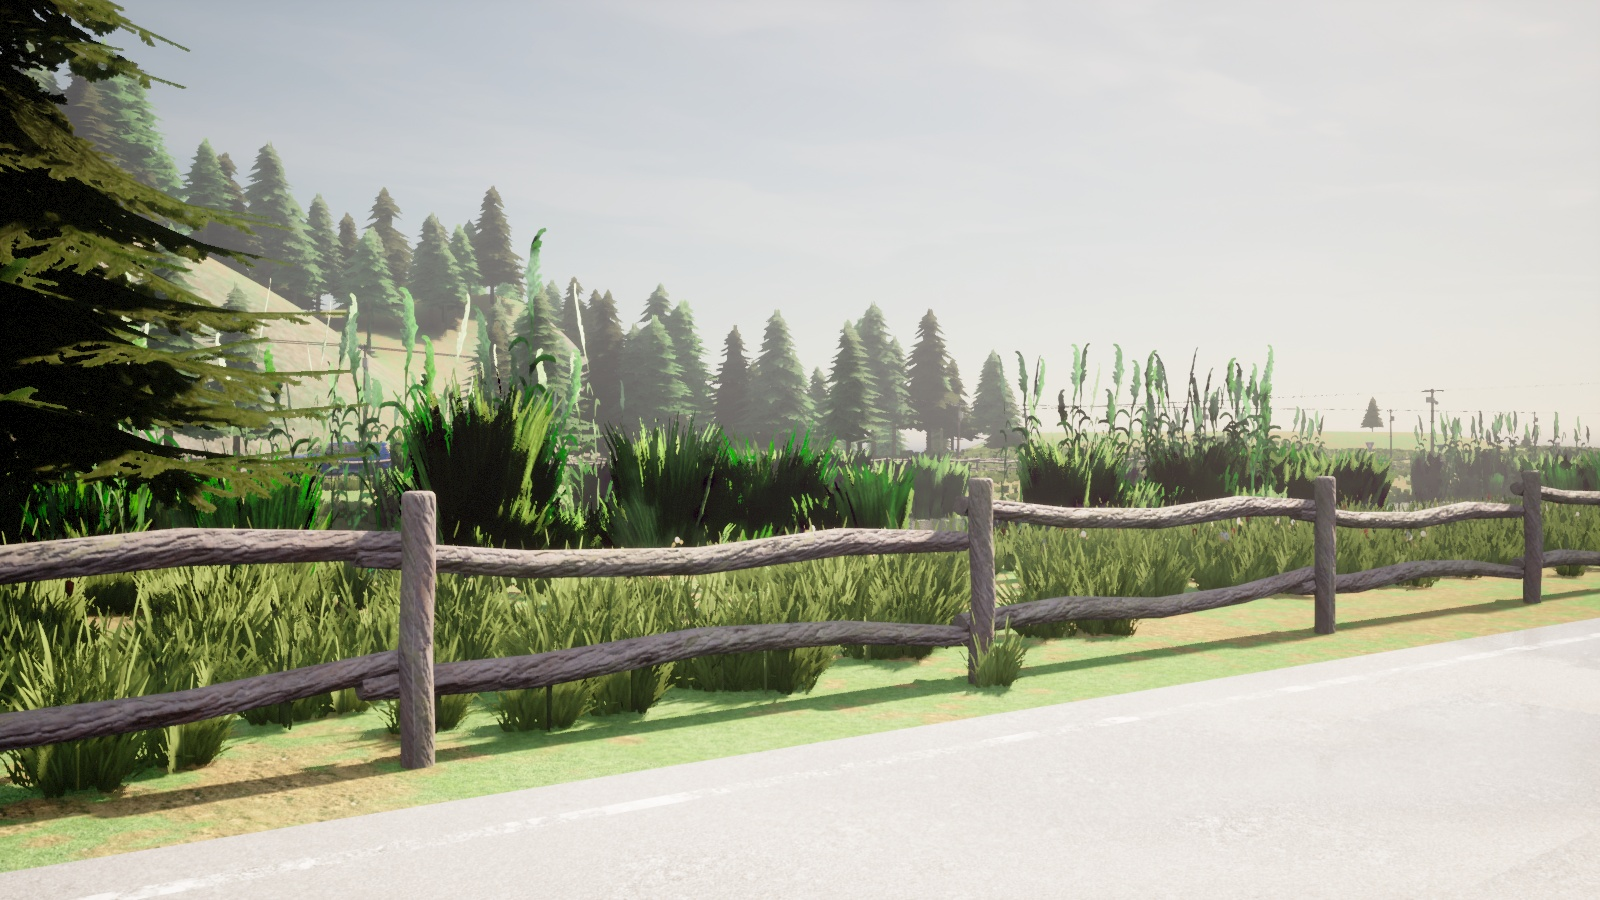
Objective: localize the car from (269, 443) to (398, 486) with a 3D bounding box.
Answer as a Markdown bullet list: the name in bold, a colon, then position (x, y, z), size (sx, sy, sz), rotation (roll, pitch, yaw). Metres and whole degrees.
- **car**: position (-22.993, 0.699, 62.026), size (5.566, 2.045, 2.150), rotation (0, 0, -44)
